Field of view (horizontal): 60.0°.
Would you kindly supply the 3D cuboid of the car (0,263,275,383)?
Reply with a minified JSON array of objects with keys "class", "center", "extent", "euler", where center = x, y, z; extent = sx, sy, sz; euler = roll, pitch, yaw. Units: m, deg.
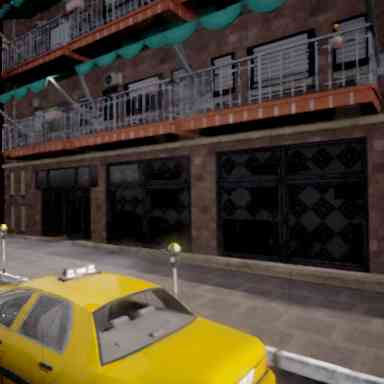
[{"class":"car","center":[-1.508,1.535,3.965],"extent":[4.829,1.417,1.752],"euler":[0,-1,36]}]
